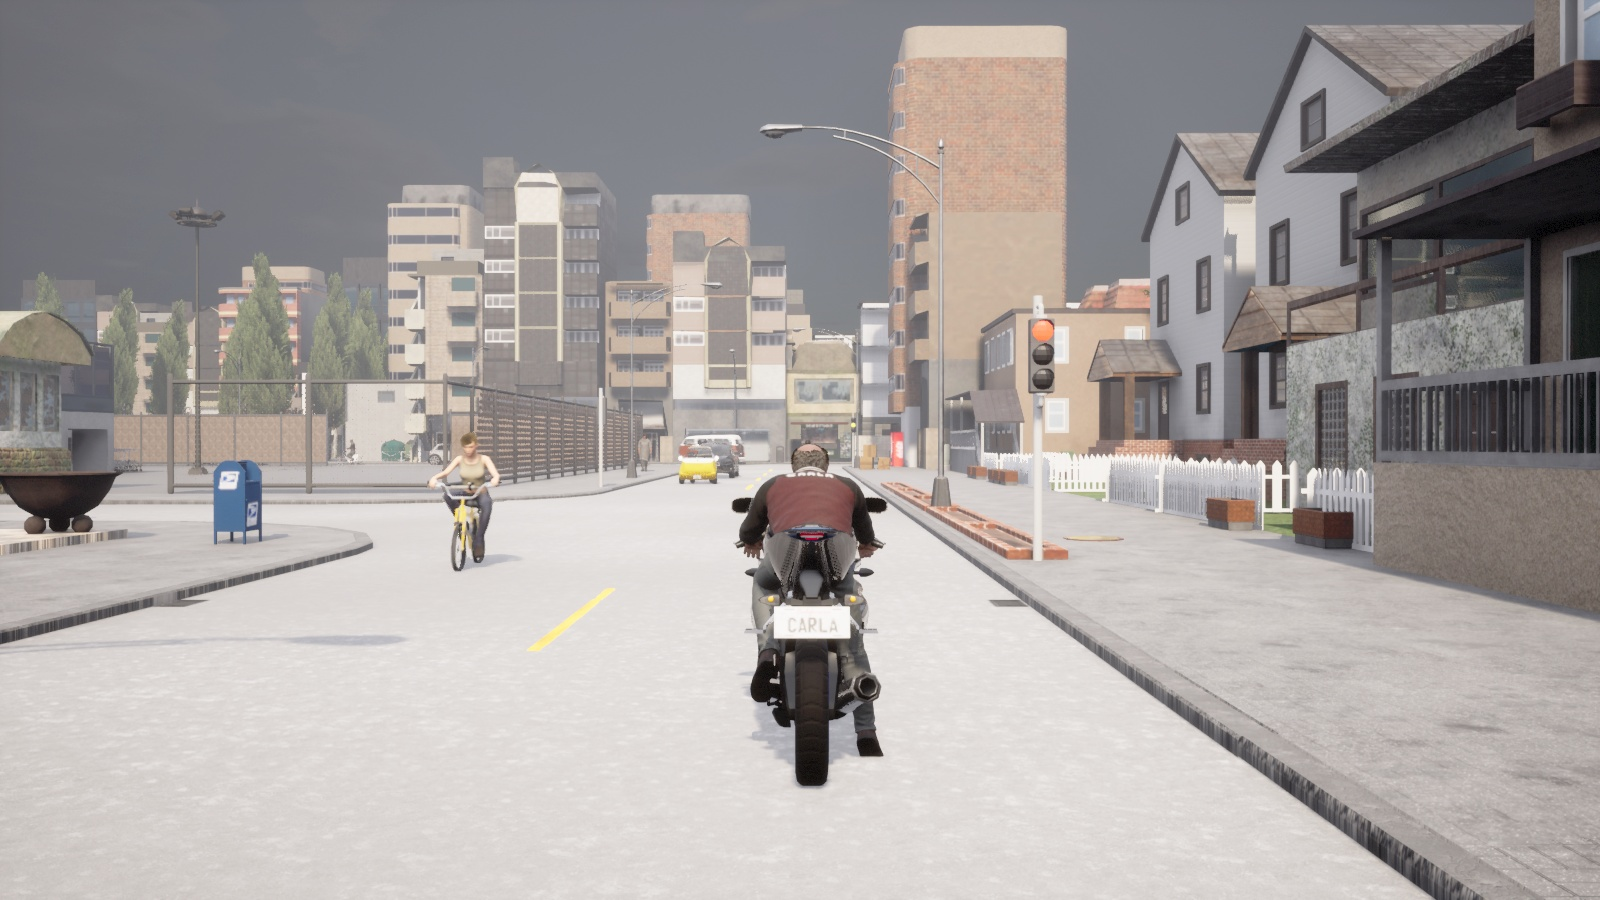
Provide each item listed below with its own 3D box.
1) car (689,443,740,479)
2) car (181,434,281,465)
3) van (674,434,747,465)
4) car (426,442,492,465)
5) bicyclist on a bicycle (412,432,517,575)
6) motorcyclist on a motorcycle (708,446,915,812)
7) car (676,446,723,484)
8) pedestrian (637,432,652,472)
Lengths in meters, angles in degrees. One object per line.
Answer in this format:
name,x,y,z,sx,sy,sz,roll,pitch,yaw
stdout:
car,-3.660,0.441,54.512,1.837,1.490,4.892,0,0,1
car,-37.253,-0.029,82.310,5.566,2.045,2.150,0,0,1
van,-6.114,-0.019,85.578,4.480,2.038,2.069,0,-1,22
car,-22.269,0.230,82.157,3.806,1.475,1.970,0,0,1
bicyclist on a bicycle,-3.962,0.596,14.928,0.866,1.612,1.509,0,0,-1
motorcyclist on a motorcycle,0.050,0.746,6.352,0.866,1.530,2.191,0,0,0
car,-3.681,0.537,46.247,1.481,1.376,2.207,0,0,1
pedestrian,-7.587,0.104,61.273,0.659,1.952,0.873,0,0,-1
